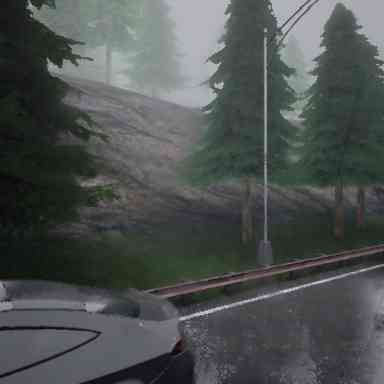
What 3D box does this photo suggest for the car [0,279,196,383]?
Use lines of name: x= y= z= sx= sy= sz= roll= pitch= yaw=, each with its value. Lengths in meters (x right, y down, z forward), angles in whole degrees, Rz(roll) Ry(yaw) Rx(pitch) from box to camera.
car: x=-2.115 y=1.525 z=2.466 sx=4.674 sy=1.442 sz=1.812 roll=0 pitch=0 yaw=-36
